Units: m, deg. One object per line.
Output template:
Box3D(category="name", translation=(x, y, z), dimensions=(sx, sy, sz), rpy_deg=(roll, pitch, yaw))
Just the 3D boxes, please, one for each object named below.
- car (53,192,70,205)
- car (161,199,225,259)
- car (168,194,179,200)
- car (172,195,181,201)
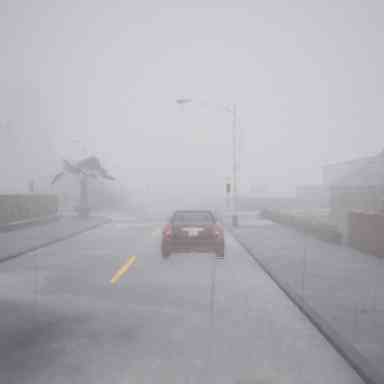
Box3D(category="car", translation=(-19.698, 0.920, 48.622), dimensions=(1.905, 1.878, 3.866), rpy_deg=(0, 0, 35))
Box3D(category="car", translation=(0.058, 1.334, 12.716), dimensions=(2.097, 1.767, 4.553), rpy_deg=(0, 0, 1))
Box3D(category="car", translation=(-3.914, 1.260, 69.520), dimensions=(2.097, 1.767, 4.553), rpy_deg=(0, 0, 0))
Box3D(category="car", translation=(-3.895, 1.408, 85.133), dimensions=(2.033, 1.411, 5.357), rpy_deg=(0, 0, 0))
